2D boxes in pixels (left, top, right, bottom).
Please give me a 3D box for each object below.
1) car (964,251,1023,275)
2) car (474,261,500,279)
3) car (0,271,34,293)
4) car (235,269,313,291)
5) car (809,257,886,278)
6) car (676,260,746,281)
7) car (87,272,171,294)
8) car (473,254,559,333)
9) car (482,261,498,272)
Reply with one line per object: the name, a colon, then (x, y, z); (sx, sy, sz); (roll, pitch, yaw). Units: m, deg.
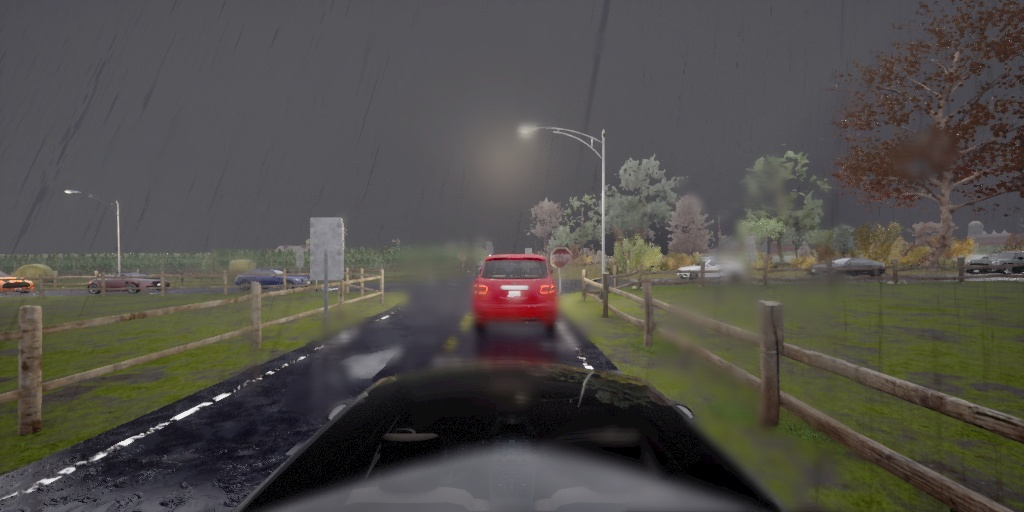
car: (35.877, 0.460, 25.941); (4.553, 1.767, 2.097); (-1, 0, 1)
car: (-2.433, 1.265, 33.880); (2.128, 1.511, 4.902); (0, 0, -7)
car: (-35.803, 1.759, 24.406); (4.553, 1.767, 2.097); (-1, 0, 1)
car: (-15.864, 1.557, 23.968); (4.674, 1.442, 1.812); (-1, 0, 3)
car: (24.434, 0.829, 26.173); (4.674, 1.442, 1.812); (-1, 0, 1)
car: (14.566, 1.001, 26.367); (4.674, 1.442, 1.812); (-1, 0, 1)
car: (-25.782, 1.780, 24.203); (4.181, 1.385, 1.994); (-1, 0, 1)
car: (0.150, 0.973, 10.942); (2.150, 2.045, 5.566); (0, 0, 2)
car: (-2.819, 1.392, 46.794); (1.895, 1.301, 4.718); (0, 0, 0)
